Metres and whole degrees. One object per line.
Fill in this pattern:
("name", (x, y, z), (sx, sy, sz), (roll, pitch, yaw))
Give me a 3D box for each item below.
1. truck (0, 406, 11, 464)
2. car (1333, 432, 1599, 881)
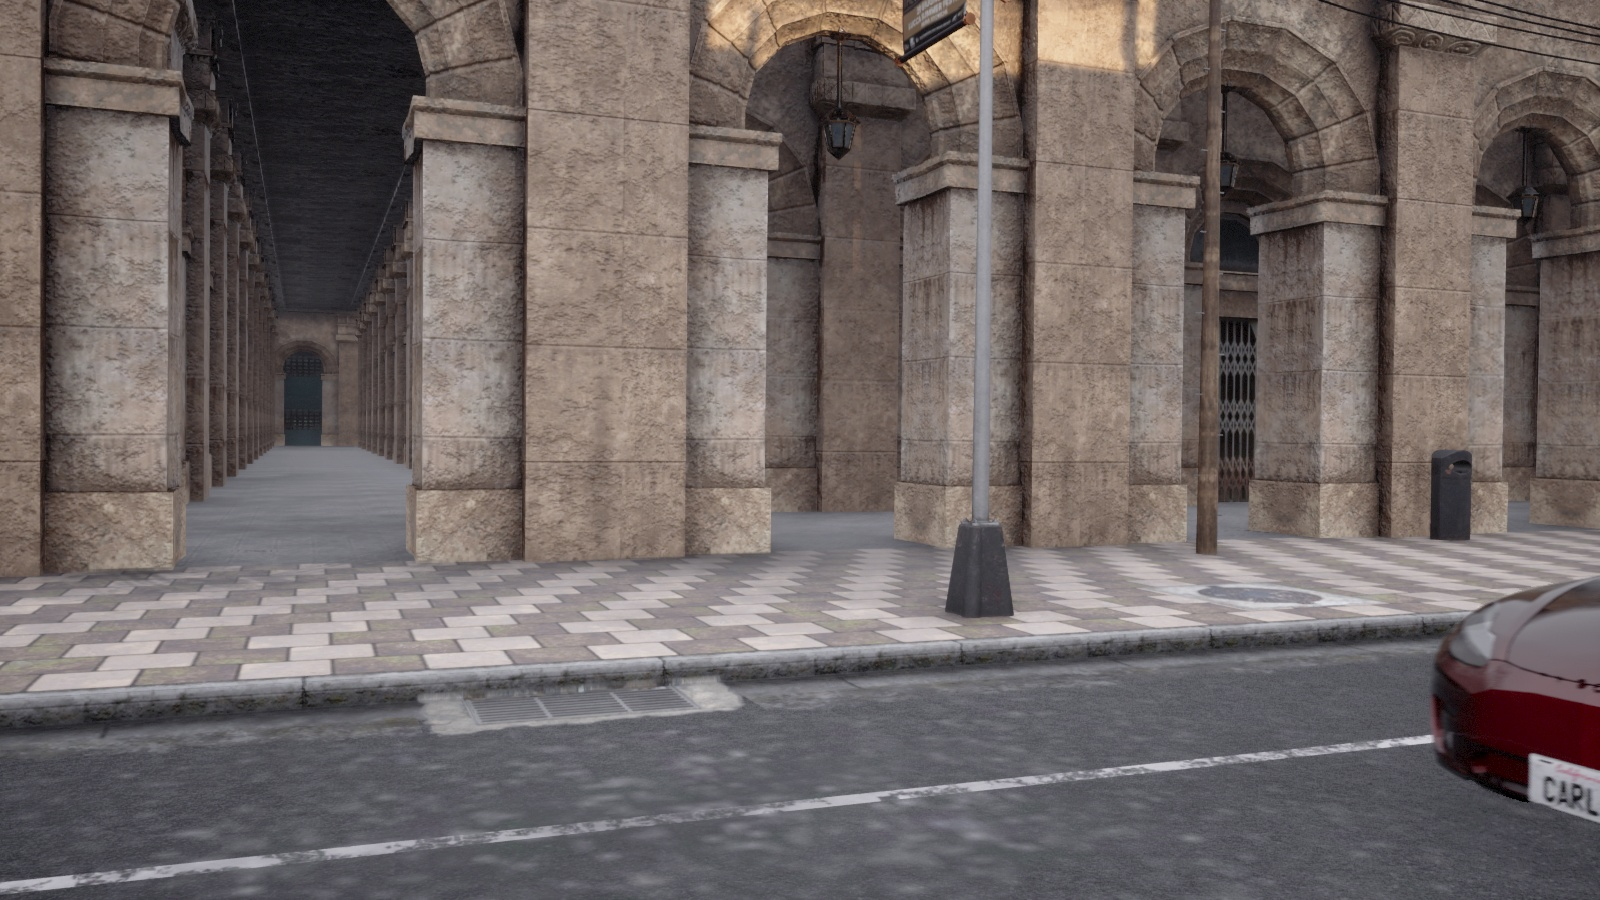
("truck", (-48.726, -0.852, 73.442), (2.891, 3.462, 7.936), (-1, 1, -22))
("car", (4.875, 0.661, 5.152), (4.792, 1.488, 2.163), (-1, 1, -21))
